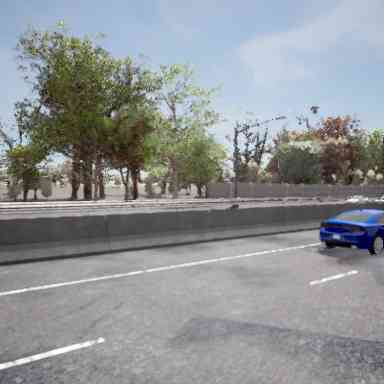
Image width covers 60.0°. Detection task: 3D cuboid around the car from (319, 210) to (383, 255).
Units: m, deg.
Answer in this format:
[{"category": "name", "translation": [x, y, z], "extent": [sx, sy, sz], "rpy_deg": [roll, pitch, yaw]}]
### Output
[{"category": "car", "translation": [7.113, 1.440, 13.146], "extent": [5.008, 1.535, 1.882], "rpy_deg": [0, 0, -35]}]

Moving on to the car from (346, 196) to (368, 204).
[{"category": "car", "translation": [26.340, 1.407, 52.798], "extent": [4.674, 1.442, 1.812], "rpy_deg": [0, 0, -35]}]

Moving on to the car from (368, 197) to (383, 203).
[{"category": "car", "translation": [29.281, 1.480, 50.592], "extent": [4.718, 1.301, 1.895], "rpy_deg": [0, 0, -35]}]
